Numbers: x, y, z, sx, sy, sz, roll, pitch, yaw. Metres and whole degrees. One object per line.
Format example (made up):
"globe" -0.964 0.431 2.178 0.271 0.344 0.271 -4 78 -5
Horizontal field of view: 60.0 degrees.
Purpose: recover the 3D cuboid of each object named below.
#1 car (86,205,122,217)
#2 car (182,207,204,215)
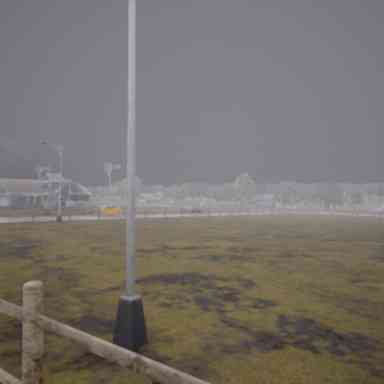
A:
"car" -11.428 2.410 43.553 1.882 1.535 5.008 1 -2 35
"car" 0.142 3.329 59.723 2.033 1.411 5.357 1 -2 35
